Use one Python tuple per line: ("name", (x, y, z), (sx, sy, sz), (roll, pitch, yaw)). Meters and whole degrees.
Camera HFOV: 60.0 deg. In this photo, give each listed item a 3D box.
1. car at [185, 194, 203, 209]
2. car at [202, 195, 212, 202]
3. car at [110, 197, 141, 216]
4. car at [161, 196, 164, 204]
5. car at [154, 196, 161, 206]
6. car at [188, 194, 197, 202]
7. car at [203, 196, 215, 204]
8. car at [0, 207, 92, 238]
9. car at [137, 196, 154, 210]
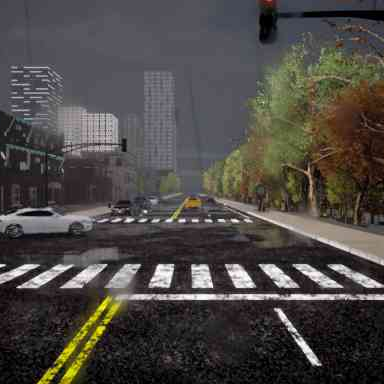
("car", (0.144, 1.462, 44.983), (1.882, 1.535, 5.008), (0, 0, 0))
("car", (3.328, 1.510, 74.422), (2.033, 1.411, 5.357), (0, 0, 0))
("car", (-6.561, 1.516, 32.564), (1.812, 1.442, 4.674), (0, 0, 0))
("car", (-6.484, 1.467, 63.493), (2.128, 1.511, 4.902), (0, 0, 1))
("car", (-6.532, 1.506, 53.050), (1.812, 1.442, 4.674), (0, 0, 0))
("car", (0.082, 1.324, 75.002), (2.097, 1.767, 4.553), (0, 0, 0))
("car", (3.410, 1.523, 63.768), (2.033, 1.411, 5.357), (0, 0, 0))
("car", (-7.664, 1.524, 17.352), (4.674, 1.442, 1.812), (0, 0, -18))
("car", (-6.548, 1.337, 42.757), (2.097, 1.767, 4.553), (0, 0, 0))
